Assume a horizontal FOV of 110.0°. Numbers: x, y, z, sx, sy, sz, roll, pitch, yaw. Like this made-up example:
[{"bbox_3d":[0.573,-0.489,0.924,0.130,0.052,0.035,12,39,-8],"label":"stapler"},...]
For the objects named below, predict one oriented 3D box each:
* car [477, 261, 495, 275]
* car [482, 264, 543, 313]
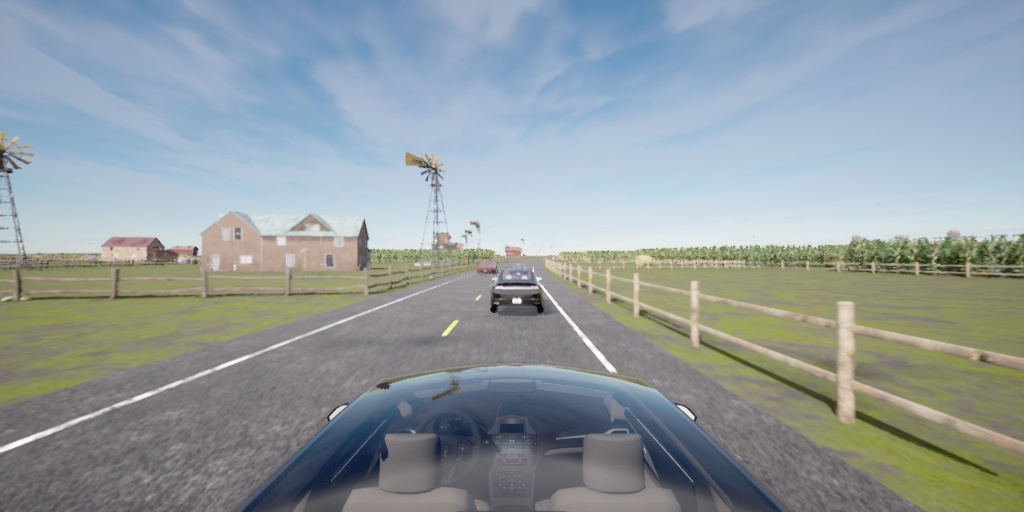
[{"bbox_3d":[-2.688,1.271,39.509,1.882,1.535,5.008,0,0,2],"label":"car"},{"bbox_3d":[0.192,1.260,14.164,2.128,1.511,4.902,0,0,1],"label":"car"}]
